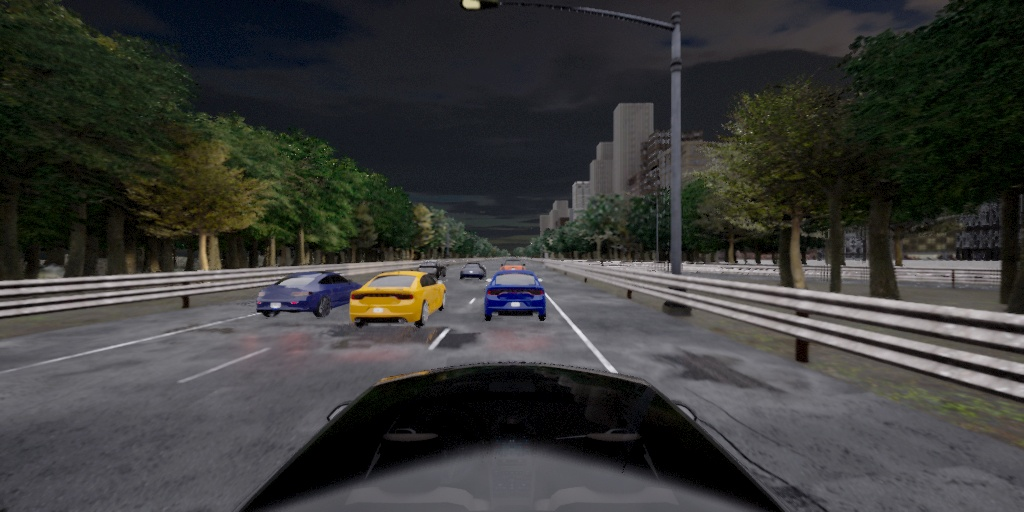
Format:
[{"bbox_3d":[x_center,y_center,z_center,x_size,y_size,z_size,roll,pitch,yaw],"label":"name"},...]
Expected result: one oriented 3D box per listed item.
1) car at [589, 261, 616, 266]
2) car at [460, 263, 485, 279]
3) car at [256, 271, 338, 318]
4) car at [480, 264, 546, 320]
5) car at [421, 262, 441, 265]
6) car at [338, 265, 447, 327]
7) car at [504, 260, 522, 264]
[{"bbox_3d":[13.772,1.429,55.442,1.895,1.301,4.718,0,0,-29],"label":"car"},{"bbox_3d":[-3.401,1.298,31.871,1.994,1.385,4.181,0,0,0],"label":"car"},{"bbox_3d":[-6.900,1.271,12.773,1.812,1.442,4.674,0,0,0],"label":"car"},{"bbox_3d":[0.100,1.223,12.676,1.882,1.535,5.008,0,0,0],"label":"car"},{"bbox_3d":[-6.904,1.226,31.212,2.128,1.511,4.902,0,0,0],"label":"car"},{"bbox_3d":[-3.400,1.224,11.589,1.882,1.535,5.008,0,0,0],"label":"car"},{"bbox_3d":[0.099,1.086,31.012,2.097,1.767,4.553,0,0,0],"label":"car"}]
